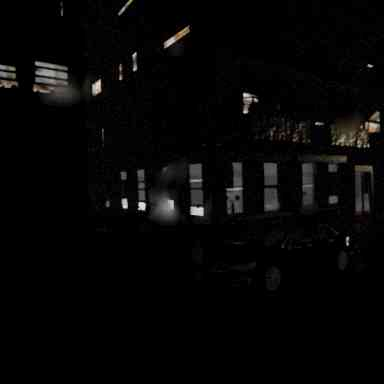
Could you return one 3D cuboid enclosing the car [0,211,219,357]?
[{"bbox_3d":[-2.287,1.293,4.934,5.009,1.841,2.192,-2,0,-36],"label":"car"}]

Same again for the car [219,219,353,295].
[{"bbox_3d":[2.257,1.393,8.219,4.403,1.369,2.008,-2,0,-36],"label":"car"}]
